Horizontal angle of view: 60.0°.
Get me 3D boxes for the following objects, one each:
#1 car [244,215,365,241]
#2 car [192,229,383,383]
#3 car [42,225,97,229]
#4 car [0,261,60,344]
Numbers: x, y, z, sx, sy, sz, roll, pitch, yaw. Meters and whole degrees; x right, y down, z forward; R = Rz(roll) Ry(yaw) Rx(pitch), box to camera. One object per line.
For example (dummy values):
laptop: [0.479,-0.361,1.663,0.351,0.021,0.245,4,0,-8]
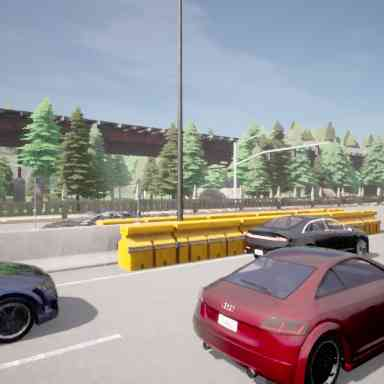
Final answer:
car: [3.859,1.491,10.804,4.902,1.511,2.128,0,0,-36]
car: [2.069,1.564,5.227,4.181,1.385,1.994,0,0,-35]
car: [-3.884,1.492,14.122,4.902,1.511,2.128,0,0,-36]
car: [-4.264,1.564,5.001,4.181,1.385,1.994,0,0,-36]
